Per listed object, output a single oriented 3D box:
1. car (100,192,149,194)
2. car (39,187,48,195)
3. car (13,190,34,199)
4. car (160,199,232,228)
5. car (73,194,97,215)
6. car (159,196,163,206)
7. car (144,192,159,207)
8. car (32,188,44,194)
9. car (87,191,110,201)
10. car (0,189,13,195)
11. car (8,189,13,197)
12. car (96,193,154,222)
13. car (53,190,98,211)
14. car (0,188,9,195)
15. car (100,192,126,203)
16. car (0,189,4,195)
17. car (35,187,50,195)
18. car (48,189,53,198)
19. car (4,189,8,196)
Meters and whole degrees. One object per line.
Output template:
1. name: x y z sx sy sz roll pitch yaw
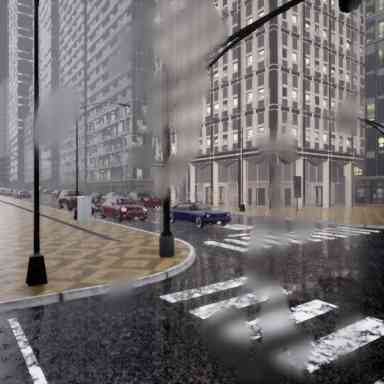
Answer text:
1. car: -5.778 1.007 28.332 2.128 1.511 4.902 0 1 -36
2. car: -33.488 -0.020 77.058 1.887 1.381 4.507 1 0 -36
3. car: -27.287 0.422 53.981 1.887 1.381 4.507 1 0 -36
4. car: 0.218 1.315 19.931 1.895 1.301 4.718 0 1 -35
5. car: -7.833 1.103 26.778 1.802 1.307 4.206 1 0 -36
6. car: -4.295 0.982 36.237 1.802 1.307 4.206 1 0 -36
7. car: -5.643 0.781 33.647 2.097 1.767 4.553 0 1 -36
8. car: -39.976 -0.213 86.130 1.947 1.339 4.313 1 0 -36
9. car: -14.026 0.643 49.845 1.947 1.339 4.313 1 0 -36
10. car: -40.258 0.015 72.117 1.947 1.339 4.313 1 0 -36
11. car: -30.529 0.321 58.515 2.008 1.369 4.403 1 0 -36
12. car: -4.586 1.068 22.243 1.967 1.590 4.097 1 0 -36
13. car: -11.068 0.729 31.311 2.192 1.841 5.009 1 0 -36
14. car: -43.500 -0.113 76.651 1.887 1.381 4.507 1 0 -36
15. car: -10.880 0.707 45.447 1.752 1.417 4.829 1 0 -36
16. car: -37.015 0.107 67.583 2.008 1.369 4.403 1 0 -36
17. car: -36.726 -0.357 81.593 2.192 1.841 5.009 1 0 -36
18. car: -23.107 0.329 58.067 1.882 1.535 5.008 0 1 -36
19. car: -33.772 0.208 63.049 1.887 1.381 4.507 1 0 -36
